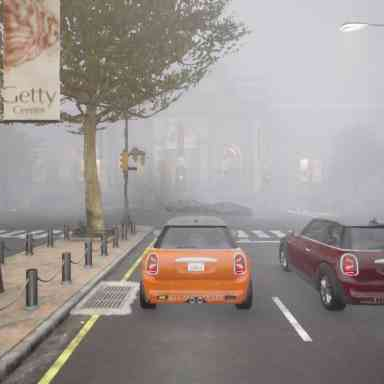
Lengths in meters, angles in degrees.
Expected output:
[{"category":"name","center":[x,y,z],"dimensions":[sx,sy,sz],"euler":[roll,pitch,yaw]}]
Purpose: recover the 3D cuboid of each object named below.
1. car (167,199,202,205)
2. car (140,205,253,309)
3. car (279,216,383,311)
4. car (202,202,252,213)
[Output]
[{"category":"car","center":[-0.182,1.491,33.037],"dimensions":[4.902,1.511,2.128],"euler":[0,0,0]},{"category":"car","center":[0.086,1.352,8.030],"dimensions":[2.097,1.767,4.553],"euler":[0,0,0]},{"category":"car","center":[3.585,1.352,7.933],"dimensions":[2.097,1.767,4.553],"euler":[0,0,0]},{"category":"car","center":[3.232,1.563,29.521],"dimensions":[4.181,1.385,1.994],"euler":[0,0,0]}]
